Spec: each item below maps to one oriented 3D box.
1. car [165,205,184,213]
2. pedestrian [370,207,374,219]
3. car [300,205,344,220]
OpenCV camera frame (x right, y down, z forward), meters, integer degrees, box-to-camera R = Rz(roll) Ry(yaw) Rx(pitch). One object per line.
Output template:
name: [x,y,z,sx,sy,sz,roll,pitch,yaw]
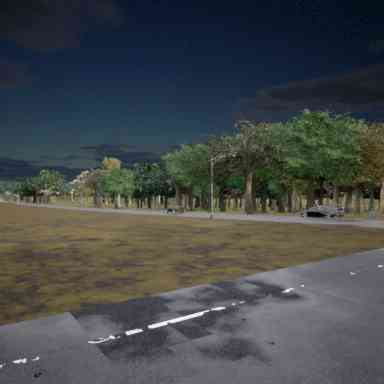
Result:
car: [-3.308,3.248,62.761,1.837,1.490,4.892,1,-2,-33]
pedestrian: [19.291,2.202,35.573,0.375,1.300,0.375,-2,1,-33]
car: [14.123,2.208,36.369,2.128,1.511,4.902,1,-2,-34]
